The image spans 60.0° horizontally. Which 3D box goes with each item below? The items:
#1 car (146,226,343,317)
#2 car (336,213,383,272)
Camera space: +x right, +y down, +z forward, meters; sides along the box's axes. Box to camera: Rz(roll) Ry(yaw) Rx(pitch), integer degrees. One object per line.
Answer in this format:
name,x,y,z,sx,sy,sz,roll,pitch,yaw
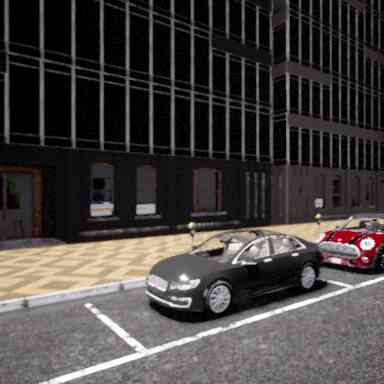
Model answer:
car,1.113,1.548,7.357,4.403,1.369,2.008,0,0,-36
car,5.747,1.433,10.664,4.097,1.590,1.967,0,0,-36
